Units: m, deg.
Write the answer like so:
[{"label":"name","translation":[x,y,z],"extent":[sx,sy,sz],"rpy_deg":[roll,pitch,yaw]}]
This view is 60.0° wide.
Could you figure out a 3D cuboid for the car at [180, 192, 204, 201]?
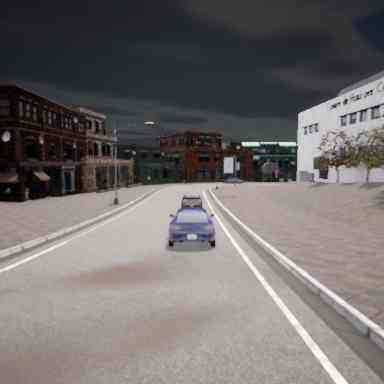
[{"label":"car","translation":[-0.002,0.754,29.109],"extent":[2.128,1.511,4.902],"rpy_deg":[0,3,0]}]

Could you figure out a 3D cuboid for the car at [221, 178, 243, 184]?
[{"label":"car","translation":[9.205,-2.499,75.467],"extent":[5.357,1.411,2.033],"rpy_deg":[-2,5,-30]}]

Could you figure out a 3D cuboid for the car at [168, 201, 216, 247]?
[{"label":"car","translation":[-0.001,1.366,14.122],"extent":[1.812,1.442,4.674],"rpy_deg":[0,1,0]}]
